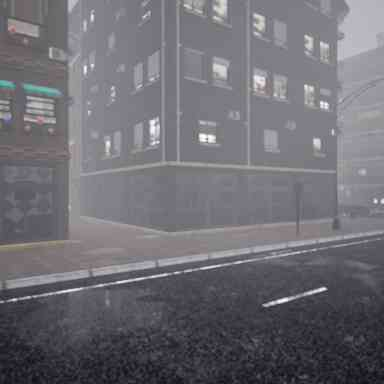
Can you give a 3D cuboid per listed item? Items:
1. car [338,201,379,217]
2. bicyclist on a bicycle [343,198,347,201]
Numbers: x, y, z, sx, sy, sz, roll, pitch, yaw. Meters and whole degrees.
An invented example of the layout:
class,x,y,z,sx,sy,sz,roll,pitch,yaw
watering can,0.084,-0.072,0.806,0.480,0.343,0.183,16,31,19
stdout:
class,x,y,z,sx,sy,sz,roll,pitch,yaw
car,16.809,1.719,34.715,2.128,1.511,4.902,0,0,-36
bicyclist on a bicycle,20.482,1.572,44.489,1.656,1.620,0.582,-1,0,-36
